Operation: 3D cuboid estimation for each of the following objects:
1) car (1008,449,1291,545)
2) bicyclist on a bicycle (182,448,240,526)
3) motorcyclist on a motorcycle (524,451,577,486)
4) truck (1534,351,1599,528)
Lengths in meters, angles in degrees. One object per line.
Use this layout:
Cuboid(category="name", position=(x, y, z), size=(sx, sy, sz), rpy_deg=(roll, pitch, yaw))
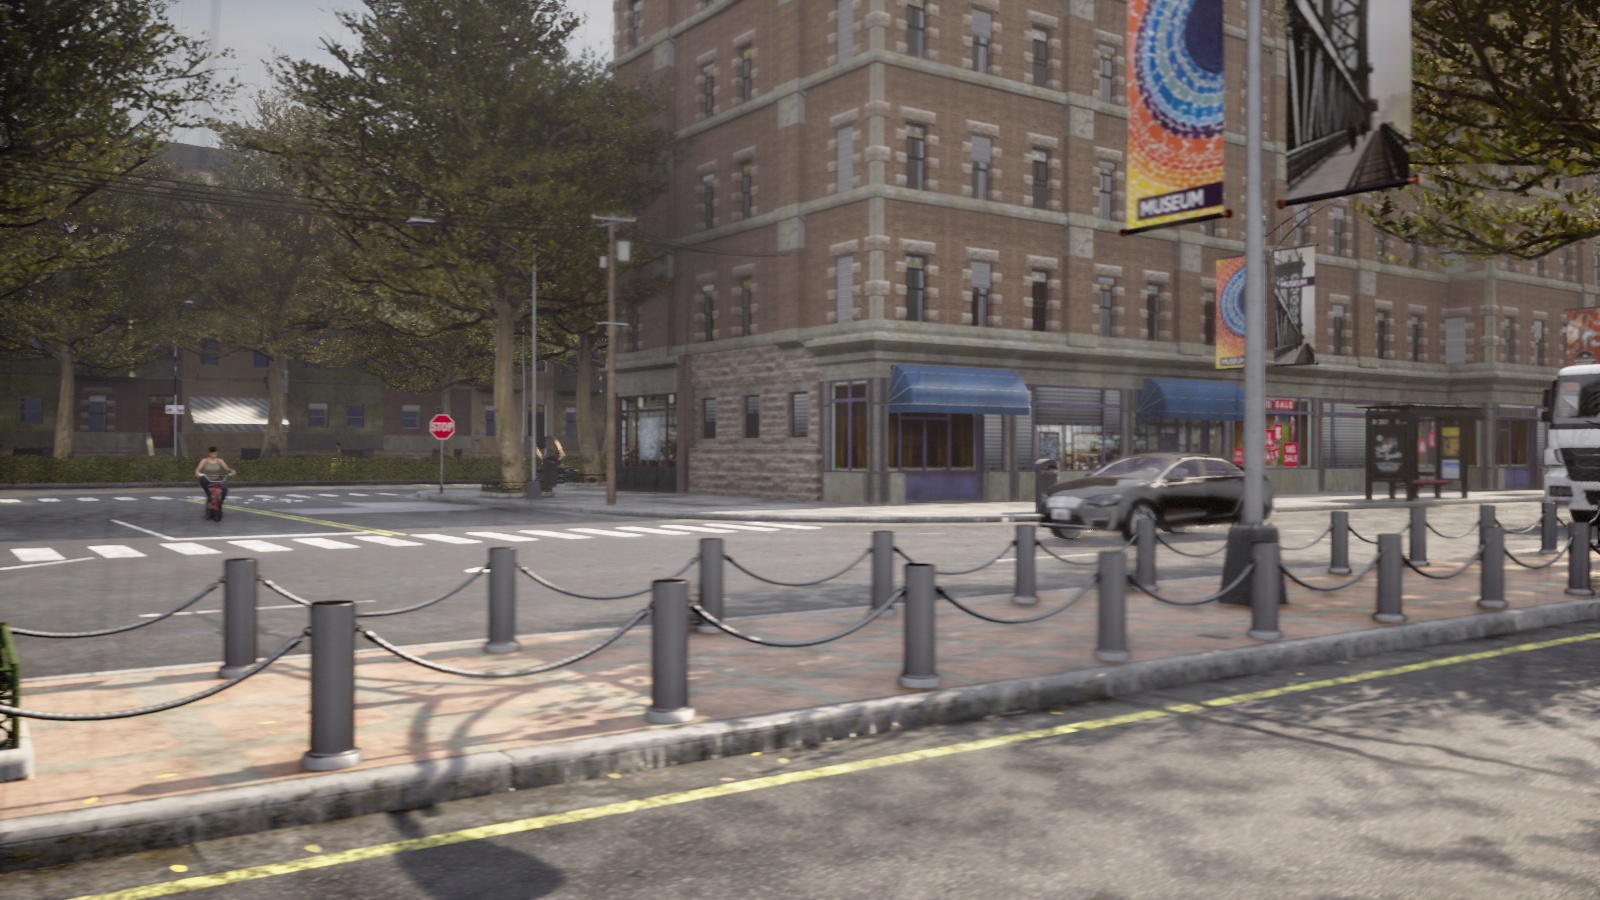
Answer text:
Cuboid(category="car", position=(6.175, 0.742, 21.969), size=(4.902, 1.511, 2.128), rpy_deg=(0, 0, -35))
Cuboid(category="bicyclist on a bicycle", position=(-12.701, 0.774, 27.067), size=(0.866, 1.612, 1.509), rpy_deg=(0, 0, -35))
Cuboid(category="motorcyclist on a motorcycle", position=(-11.899, 0.867, 59.985), size=(2.350, 1.649, 0.766), rpy_deg=(0, 0, -35))
Cuboid(category="truck", position=(19.052, -0.212, 26.672), size=(7.936, 3.462, 2.891), rpy_deg=(0, 0, -35))
